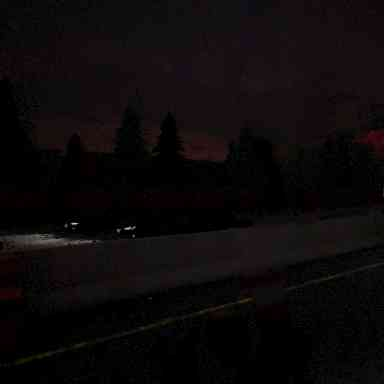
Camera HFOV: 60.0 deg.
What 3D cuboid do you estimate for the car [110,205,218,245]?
[{"bbox_3d":[-1.228,1.455,15.972,4.892,1.490,1.837,0,0,-35],"label":"car"}]

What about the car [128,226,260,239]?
[{"bbox_3d":[0.376,1.501,12.833,5.357,1.411,2.033,0,0,-35],"label":"car"}]
